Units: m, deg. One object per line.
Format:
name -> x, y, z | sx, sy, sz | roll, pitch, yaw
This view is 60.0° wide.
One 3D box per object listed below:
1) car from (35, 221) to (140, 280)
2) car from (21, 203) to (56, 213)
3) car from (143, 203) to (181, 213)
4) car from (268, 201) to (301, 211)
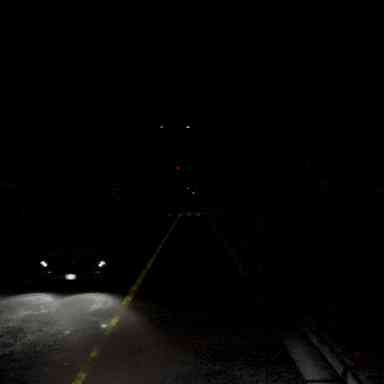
car -> -2.845, 1.635, 10.473 | 2.033, 1.411, 5.357 | 0, -1, 0
car -> -20.593, 2.185, 44.603 | 4.403, 1.369, 2.008 | -1, -1, 0
car -> -3.696, 1.990, 41.964 | 4.718, 1.301, 1.895 | 0, -1, 0
car -> 12.393, 1.918, 44.604 | 4.313, 1.339, 1.947 | 0, -1, 0
